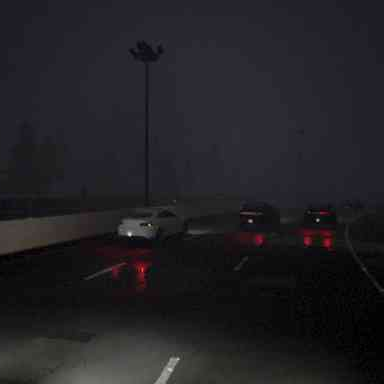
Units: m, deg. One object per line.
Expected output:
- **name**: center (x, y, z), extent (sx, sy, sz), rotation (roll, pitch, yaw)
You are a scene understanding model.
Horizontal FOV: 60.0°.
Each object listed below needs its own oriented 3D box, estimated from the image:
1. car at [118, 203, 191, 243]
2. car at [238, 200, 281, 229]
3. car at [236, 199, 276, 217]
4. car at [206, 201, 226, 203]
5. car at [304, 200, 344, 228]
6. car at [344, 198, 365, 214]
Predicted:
- **car**: center (-1.757, 1.500, 15.985), extent (1.812, 1.442, 4.674), rotation (0, 0, 21)
- **car**: center (4.455, 1.457, 21.499), extent (2.128, 1.511, 4.902), rotation (0, 0, 25)
- **car**: center (6.274, 1.496, 32.134), extent (2.033, 1.411, 5.357), rotation (0, 0, 32)
- **car**: center (3.500, 1.412, 40.817), extent (1.882, 1.535, 5.008), rotation (0, 0, 36)
- **car**: center (8.586, 1.455, 21.938), extent (2.128, 1.511, 4.902), rotation (0, 0, 27)
- **car**: center (16.900, 1.422, 35.130), extent (1.882, 1.535, 5.008), rotation (0, 0, 37)
